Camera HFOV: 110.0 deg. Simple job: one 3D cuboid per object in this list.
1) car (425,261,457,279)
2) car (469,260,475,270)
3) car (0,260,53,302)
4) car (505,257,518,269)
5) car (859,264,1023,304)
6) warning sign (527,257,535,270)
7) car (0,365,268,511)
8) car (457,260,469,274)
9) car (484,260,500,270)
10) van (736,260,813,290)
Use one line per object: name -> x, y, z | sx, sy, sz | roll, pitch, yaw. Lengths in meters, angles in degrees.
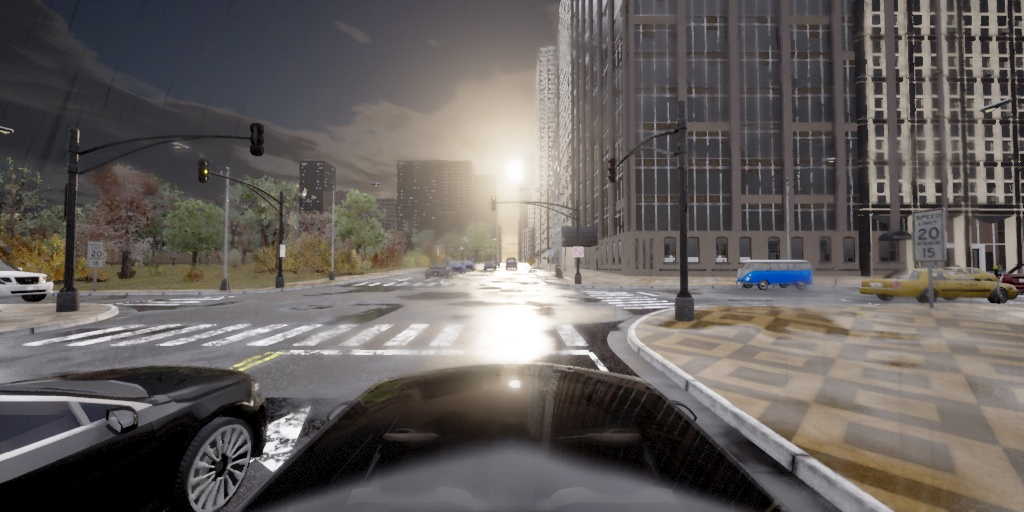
car -> -6.685, 1.379, 33.256 | 1.994, 1.385, 4.181 | 0, 0, 0
car -> -6.740, 1.383, 54.605 | 1.882, 1.535, 5.008 | 0, 0, 0
car -> -23.575, 1.057, 15.455 | 5.566, 2.045, 2.150 | 0, -2, -1
car -> -0.069, 1.414, 59.917 | 1.882, 1.535, 5.008 | 0, -1, 0
car -> 16.292, 1.075, 13.761 | 4.829, 1.417, 1.751 | 0, 0, -1
warning sign -> 2.710, 1.000, 50.679 | 1.300, 1.860, 1.060 | 0, 0, 0
car -> -3.143, 1.241, 1.308 | 2.128, 1.511, 4.902 | 0, 0, 0
car -> -6.716, 1.329, 43.386 | 1.882, 1.535, 5.008 | 0, 0, 0
car -> -3.305, 1.458, 55.684 | 2.033, 1.411, 5.357 | 0, 0, 0
van -> 15.888, 1.122, 21.778 | 3.998, 1.789, 1.690 | 0, 0, -1
